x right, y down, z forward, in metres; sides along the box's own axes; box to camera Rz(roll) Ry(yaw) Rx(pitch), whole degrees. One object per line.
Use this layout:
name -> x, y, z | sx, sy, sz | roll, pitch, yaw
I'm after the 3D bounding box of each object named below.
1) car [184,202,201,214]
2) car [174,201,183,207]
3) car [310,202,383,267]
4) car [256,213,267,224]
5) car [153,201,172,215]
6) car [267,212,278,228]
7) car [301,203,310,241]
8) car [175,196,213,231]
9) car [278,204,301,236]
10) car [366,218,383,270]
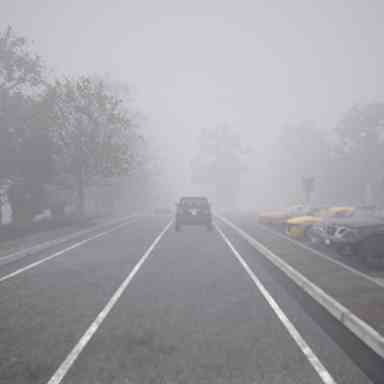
car -> 0.096, 1.956, 41.173 | 1.994, 1.385, 4.181 | 0, -1, 0
car -> -3.257, 2.884, 79.256 | 1.895, 1.301, 4.718 | 0, -2, 0
car -> 7.050, 1.221, 10.545 | 5.566, 2.045, 2.435 | 0, 0, 0
car -> 6.897, 1.505, 21.635 | 5.366, 1.575, 1.946 | 0, 0, 0
car -> -3.347, 1.833, 38.649 | 1.837, 1.490, 4.892 | 0, -1, 0
car -> 7.087, 1.489, 18.866 | 4.892, 1.521, 2.231 | 0, 0, 0
car -> 7.110, 1.346, 13.317 | 4.553, 1.767, 2.185 | 0, 0, 0
car -> 0.101, 1.269, 20.869 | 2.150, 2.045, 5.566 | 0, 0, 0
car -> 7.087, 1.476, 16.094 | 5.008, 1.535, 2.097 | 0, 0, 0
car -> 7.106, 1.506, 7.769 | 4.792, 1.488, 2.163 | 0, 0, 0
